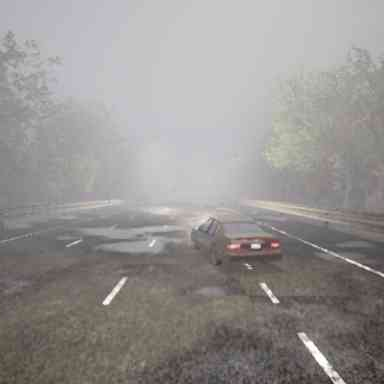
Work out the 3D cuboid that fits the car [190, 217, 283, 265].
[{"bbox_3d":[1.303,1.589,11.867,2.033,1.411,5.357,0,0,-11],"label":"car"}]
